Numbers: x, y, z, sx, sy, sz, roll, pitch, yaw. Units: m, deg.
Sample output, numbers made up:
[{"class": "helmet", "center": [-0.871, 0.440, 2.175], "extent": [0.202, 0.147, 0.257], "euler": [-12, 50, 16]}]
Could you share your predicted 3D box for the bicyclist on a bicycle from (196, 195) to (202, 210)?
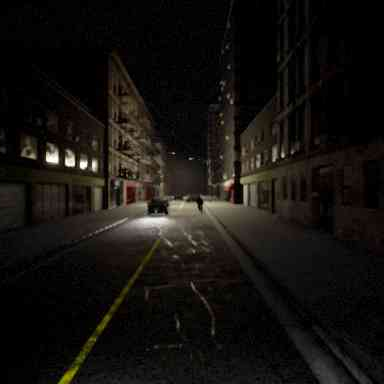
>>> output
[{"class": "bicyclist on a bicycle", "center": [0.816, 1.219, 39.447], "extent": [0.659, 1.776, 1.843], "euler": [0, 0, 0]}]

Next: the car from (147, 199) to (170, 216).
[{"class": "car", "center": [-3.104, 1.381, 31.326], "extent": [2.128, 1.511, 4.902], "euler": [0, 0, 0]}]

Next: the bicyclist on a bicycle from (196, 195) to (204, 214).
[{"class": "bicyclist on a bicycle", "center": [0.817, 1.346, 30.442], "extent": [0.582, 1.620, 1.656], "euler": [0, 0, 0]}]

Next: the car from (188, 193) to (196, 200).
[{"class": "car", "center": [-0.017, 1.053, 77.656], "extent": [1.882, 1.535, 5.008], "euler": [0, 0, 0]}]

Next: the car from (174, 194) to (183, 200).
[{"class": "car", "center": [-3.016, 1.155, 72.578], "extent": [1.895, 1.301, 4.718], "euler": [0, 0, 0]}]

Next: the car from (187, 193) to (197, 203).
[{"class": "car", "center": [-0.001, 1.235, 60.702], "extent": [1.812, 1.442, 4.674], "euler": [0, 0, 0]}]
